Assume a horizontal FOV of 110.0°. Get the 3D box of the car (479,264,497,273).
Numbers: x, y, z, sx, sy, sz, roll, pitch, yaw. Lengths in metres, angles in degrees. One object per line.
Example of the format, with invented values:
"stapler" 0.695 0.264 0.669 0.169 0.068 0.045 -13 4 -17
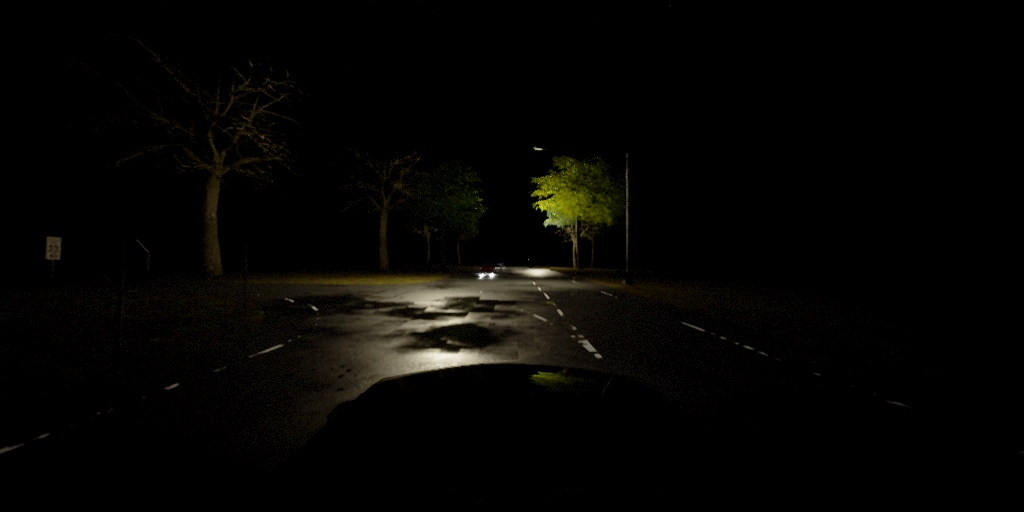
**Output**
"car" -3.548 1.739 50.872 1.895 1.301 4.718 0 -1 0
